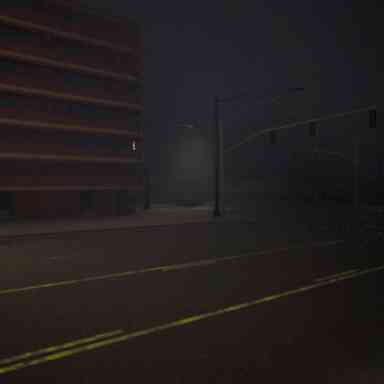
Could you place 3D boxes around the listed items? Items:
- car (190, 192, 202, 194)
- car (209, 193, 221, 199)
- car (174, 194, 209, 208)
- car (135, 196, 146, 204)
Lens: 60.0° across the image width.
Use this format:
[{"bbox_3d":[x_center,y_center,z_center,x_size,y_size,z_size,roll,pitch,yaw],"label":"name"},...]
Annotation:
[{"bbox_3d":[1.612,0.889,85.357,4.611,1.667,2.242,-1,1,-35],"label":"car"},{"bbox_3d":[5.589,1.039,81.141,3.806,1.475,1.970,-1,1,-35],"label":"car"},{"bbox_3d":[-0.458,1.463,48.186,2.033,1.411,5.357,-1,1,-37],"label":"car"},{"bbox_3d":[-9.704,1.412,60.664,2.128,1.511,4.902,-1,1,-36],"label":"car"}]
